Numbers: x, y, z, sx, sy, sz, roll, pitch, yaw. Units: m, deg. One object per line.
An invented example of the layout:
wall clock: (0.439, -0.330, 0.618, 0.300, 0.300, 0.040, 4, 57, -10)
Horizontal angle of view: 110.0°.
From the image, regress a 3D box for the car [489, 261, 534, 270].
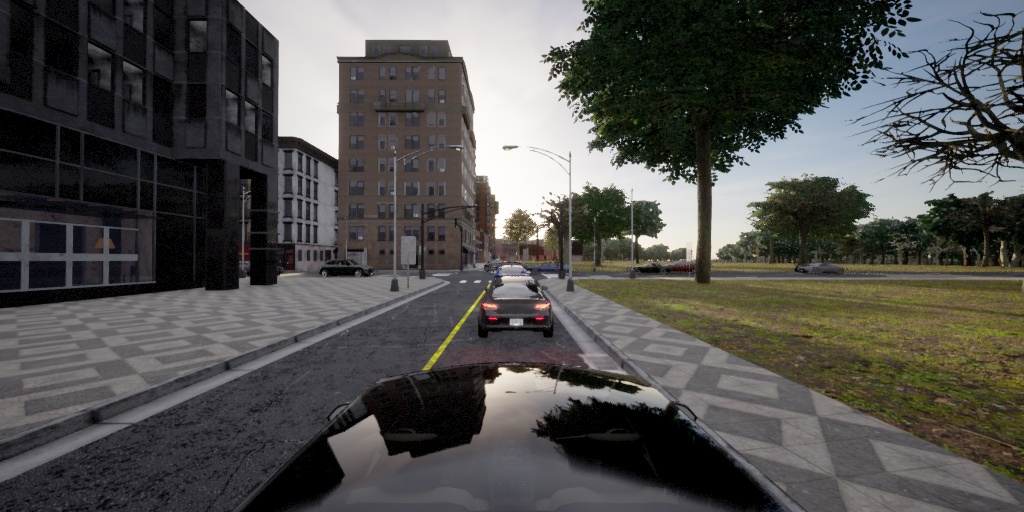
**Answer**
car: (-0.014, 1.241, 19.532, 1.882, 1.535, 5.008, 0, 0, 0)

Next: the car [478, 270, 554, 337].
car: (0.076, 1.280, 10.143, 1.812, 1.442, 4.674, 0, 0, -1)

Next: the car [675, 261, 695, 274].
car: (20.229, 1.337, 43.415, 5.008, 1.535, 1.882, 0, -1, 0)

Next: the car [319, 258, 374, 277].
car: (-15.245, 1.074, 33.293, 4.553, 1.767, 2.097, 0, -1, 0)

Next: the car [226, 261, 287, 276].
car: (-25.881, 1.267, 36.489, 4.892, 1.490, 1.837, 0, -1, 0)

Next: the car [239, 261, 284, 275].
car: (-24.382, 1.217, 33.247, 4.902, 1.511, 2.128, 0, -1, 0)

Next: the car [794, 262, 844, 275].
car: (34.523, 1.407, 40.221, 4.181, 1.385, 1.994, 0, -1, 0)

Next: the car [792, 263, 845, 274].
car: (37.119, 1.485, 43.478, 4.718, 1.301, 1.895, 0, -1, 0)

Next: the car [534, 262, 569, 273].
car: (4.689, 1.395, 44.159, 5.357, 1.411, 2.033, 0, -1, 16)

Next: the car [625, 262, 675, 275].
car: (15.199, 1.420, 40.139, 4.718, 1.301, 1.895, 0, -1, 0)

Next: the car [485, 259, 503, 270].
car: (-0.590, 1.292, 40.050, 4.892, 1.490, 1.837, 0, 0, 0)
